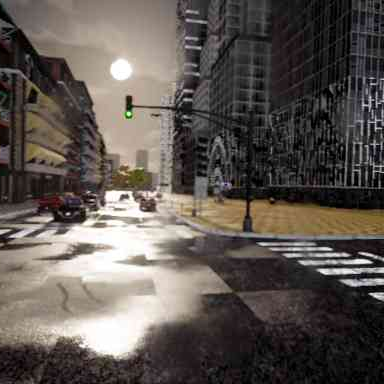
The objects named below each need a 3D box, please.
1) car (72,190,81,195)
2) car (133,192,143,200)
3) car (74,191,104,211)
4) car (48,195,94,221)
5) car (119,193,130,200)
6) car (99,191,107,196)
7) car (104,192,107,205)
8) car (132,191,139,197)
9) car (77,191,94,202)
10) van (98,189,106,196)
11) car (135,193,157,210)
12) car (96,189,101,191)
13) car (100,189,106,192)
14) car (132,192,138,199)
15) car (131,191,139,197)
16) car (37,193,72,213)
[{"bbox_3d":[-12.953,0.836,33.940,1.967,1.590,4.097,1,1,-11],"label":"car"},{"bbox_3d":[-11.274,0.791,68.863,1.887,1.381,4.507,1,1,-11],"label":"car"},{"bbox_3d":[-10.021,0.992,32.517,1.837,1.490,4.892,2,0,-11],"label":"car"},{"bbox_3d":[-8.127,1.162,22.791,1.994,1.385,4.181,2,0,-11],"label":"car"},{"bbox_3d":[-12.791,0.798,63.352,1.994,1.385,4.181,2,0,-11],"label":"car"},{"bbox_3d":[-23.784,0.364,89.379,1.802,1.307,4.206,1,0,-11],"label":"car"},{"bbox_3d":[-11.968,0.976,42.492,1.895,1.301,4.718,2,0,-11],"label":"car"},{"bbox_3d":[-14.555,0.587,85.661,1.752,1.417,4.829,1,0,-11],"label":"car"},{"bbox_3d":[-16.202,0.650,50.571,1.967,1.590,4.097,1,0,-11],"label":"car"},{"bbox_3d":[-22.697,0.183,83.833,1.690,1.788,3.998,1,0,-11],"label":"van"},{"bbox_3d":[-4.777,1.162,35.599,1.887,1.381,4.507,1,1,-11],"label":"car"},{"bbox_3d":[-18.370,0.669,61.661,1.802,1.307,4.206,1,0,-11],"label":"car"},{"bbox_3d":[-21.615,0.218,78.290,2.192,1.841,5.009,1,0,-11],"label":"car"},{"bbox_3d":[-9.108,0.920,57.775,2.008,1.369,4.403,1,1,-11],"label":"car"},{"bbox_3d":[-15.605,0.548,91.038,1.887,1.381,4.507,1,0,-11],"label":"car"},{"bbox_3d":[-11.871,1.004,28.397,1.887,1.381,4.507,1,1,-11],"label":"car"}]
